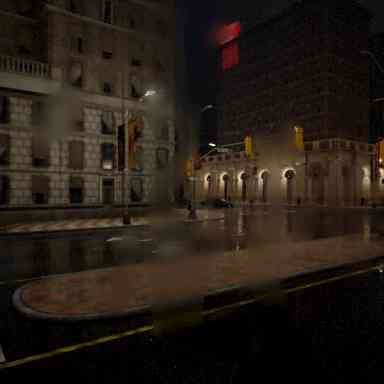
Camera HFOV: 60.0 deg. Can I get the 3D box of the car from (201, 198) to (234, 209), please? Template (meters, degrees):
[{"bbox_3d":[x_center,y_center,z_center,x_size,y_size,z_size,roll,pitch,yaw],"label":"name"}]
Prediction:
[{"bbox_3d":[3.454,1.547,46.941,2.033,1.411,5.357,0,0,-36],"label":"car"}]

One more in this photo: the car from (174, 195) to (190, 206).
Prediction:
[{"bbox_3d":[-2.114,1.526,54.797,1.812,1.442,4.674,0,0,-35],"label":"car"}]
